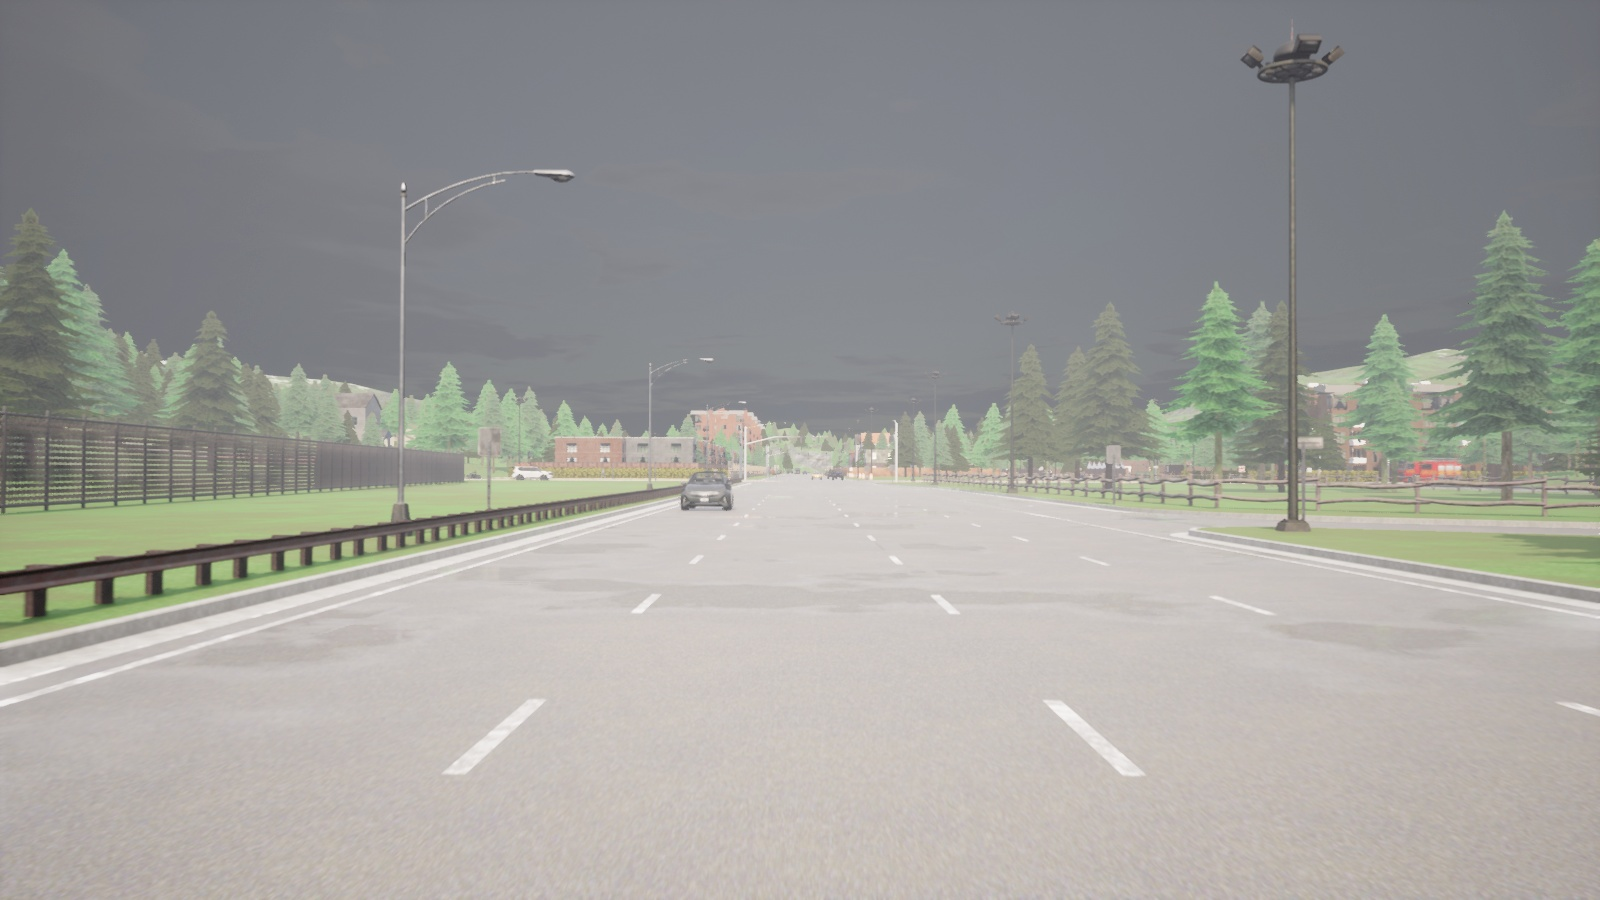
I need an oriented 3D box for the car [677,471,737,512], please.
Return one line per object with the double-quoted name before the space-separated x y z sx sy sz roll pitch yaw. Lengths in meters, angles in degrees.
"car" -3.620 1.606 49.588 2.007 1.525 4.514 0 -1 0
